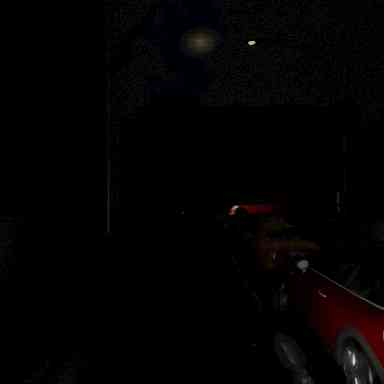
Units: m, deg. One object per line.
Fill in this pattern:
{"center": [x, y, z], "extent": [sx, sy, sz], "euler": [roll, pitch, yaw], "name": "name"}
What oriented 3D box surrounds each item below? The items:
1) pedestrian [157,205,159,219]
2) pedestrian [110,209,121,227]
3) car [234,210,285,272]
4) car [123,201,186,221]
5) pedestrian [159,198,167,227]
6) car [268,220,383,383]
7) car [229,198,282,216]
{"center": [-2.002, 1.302, 21.947], "extent": [0.375, 1.860, 0.375], "euler": [0, 0, 0], "name": "pedestrian"}
{"center": [-4.665, 1.141, 20.202], "extent": [0.375, 1.860, 0.375], "euler": [0, 0, 0], "name": "pedestrian"}
{"center": [2.638, 1.529, 10.597], "extent": [1.752, 1.417, 4.829], "euler": [0, 0, 0], "name": "car"}
{"center": [-2.950, 1.479, 26.526], "extent": [5.008, 1.535, 1.882], "euler": [0, 0, 0], "name": "car"}
{"center": [-1.743, 1.302, 20.992], "extent": [0.375, 1.860, 0.375], "euler": [0, 0, 0], "name": "pedestrian"}
{"center": [2.641, 1.441, 4.989], "extent": [1.967, 1.590, 4.097], "euler": [0, 0, 0], "name": "car"}
{"center": [5.604, 1.357, 29.509], "extent": [4.553, 1.767, 2.097], "euler": [0, 0, 0], "name": "car"}
